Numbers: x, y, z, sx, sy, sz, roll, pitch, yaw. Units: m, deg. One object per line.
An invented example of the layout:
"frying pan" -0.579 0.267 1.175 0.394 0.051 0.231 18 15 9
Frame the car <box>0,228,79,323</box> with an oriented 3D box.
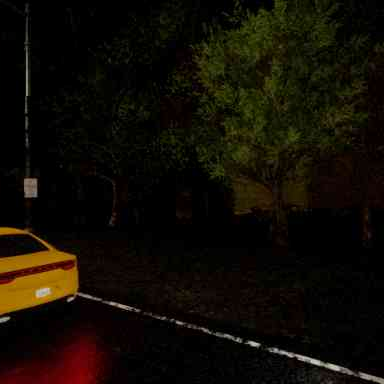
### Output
"car" -4.439 1.476 6.866 5.008 1.535 1.882 0 1 36
